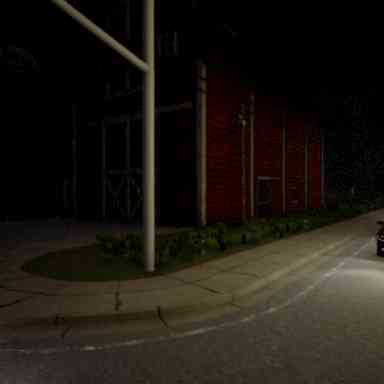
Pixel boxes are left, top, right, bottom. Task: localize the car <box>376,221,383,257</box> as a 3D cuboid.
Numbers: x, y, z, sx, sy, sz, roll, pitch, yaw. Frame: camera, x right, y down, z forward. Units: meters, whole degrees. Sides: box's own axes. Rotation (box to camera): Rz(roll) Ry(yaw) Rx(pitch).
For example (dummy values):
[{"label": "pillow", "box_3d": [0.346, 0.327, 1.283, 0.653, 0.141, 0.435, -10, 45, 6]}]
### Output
[{"label": "car", "box_3d": [8.150, 1.472, 12.333, 1.882, 1.535, 5.008, 0, 0, 37]}]
